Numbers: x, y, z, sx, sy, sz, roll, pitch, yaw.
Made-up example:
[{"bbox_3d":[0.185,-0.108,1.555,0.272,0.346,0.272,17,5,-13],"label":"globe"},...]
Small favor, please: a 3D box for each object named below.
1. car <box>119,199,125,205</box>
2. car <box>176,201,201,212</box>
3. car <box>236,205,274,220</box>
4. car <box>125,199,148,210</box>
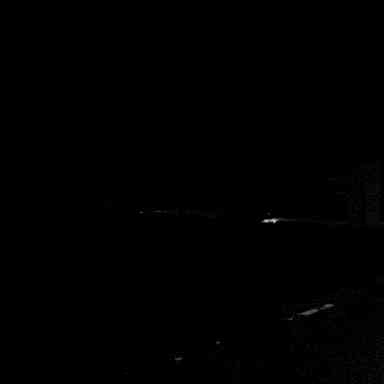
[{"bbox_3d":[-13.539,2.095,68.869,1.812,1.442,4.674,-1,1,-36],"label":"car"},{"bbox_3d":[-0.645,2.187,50.886,1.837,1.490,4.892,-1,0,-36],"label":"car"},{"bbox_3d":[6.468,2.062,34.606,1.994,1.385,4.181,-1,0,-36],"label":"car"},{"bbox_3d":[-8.859,2.225,56.103,2.128,1.511,4.902,-1,1,-35],"label":"car"}]
